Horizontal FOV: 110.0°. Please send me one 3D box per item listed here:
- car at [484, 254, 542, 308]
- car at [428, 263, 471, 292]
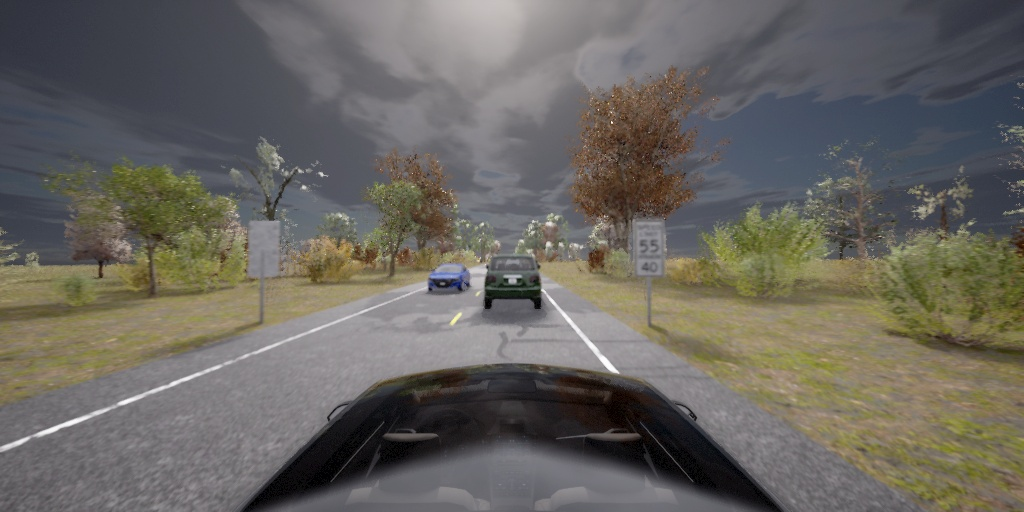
[{"bbox_3d":[0.044,0.935,15.076,2.150,2.045,5.566,0,0,0],"label":"car"},{"bbox_3d":[-3.557,1.177,21.001,1.882,1.535,5.008,0,0,1],"label":"car"}]
